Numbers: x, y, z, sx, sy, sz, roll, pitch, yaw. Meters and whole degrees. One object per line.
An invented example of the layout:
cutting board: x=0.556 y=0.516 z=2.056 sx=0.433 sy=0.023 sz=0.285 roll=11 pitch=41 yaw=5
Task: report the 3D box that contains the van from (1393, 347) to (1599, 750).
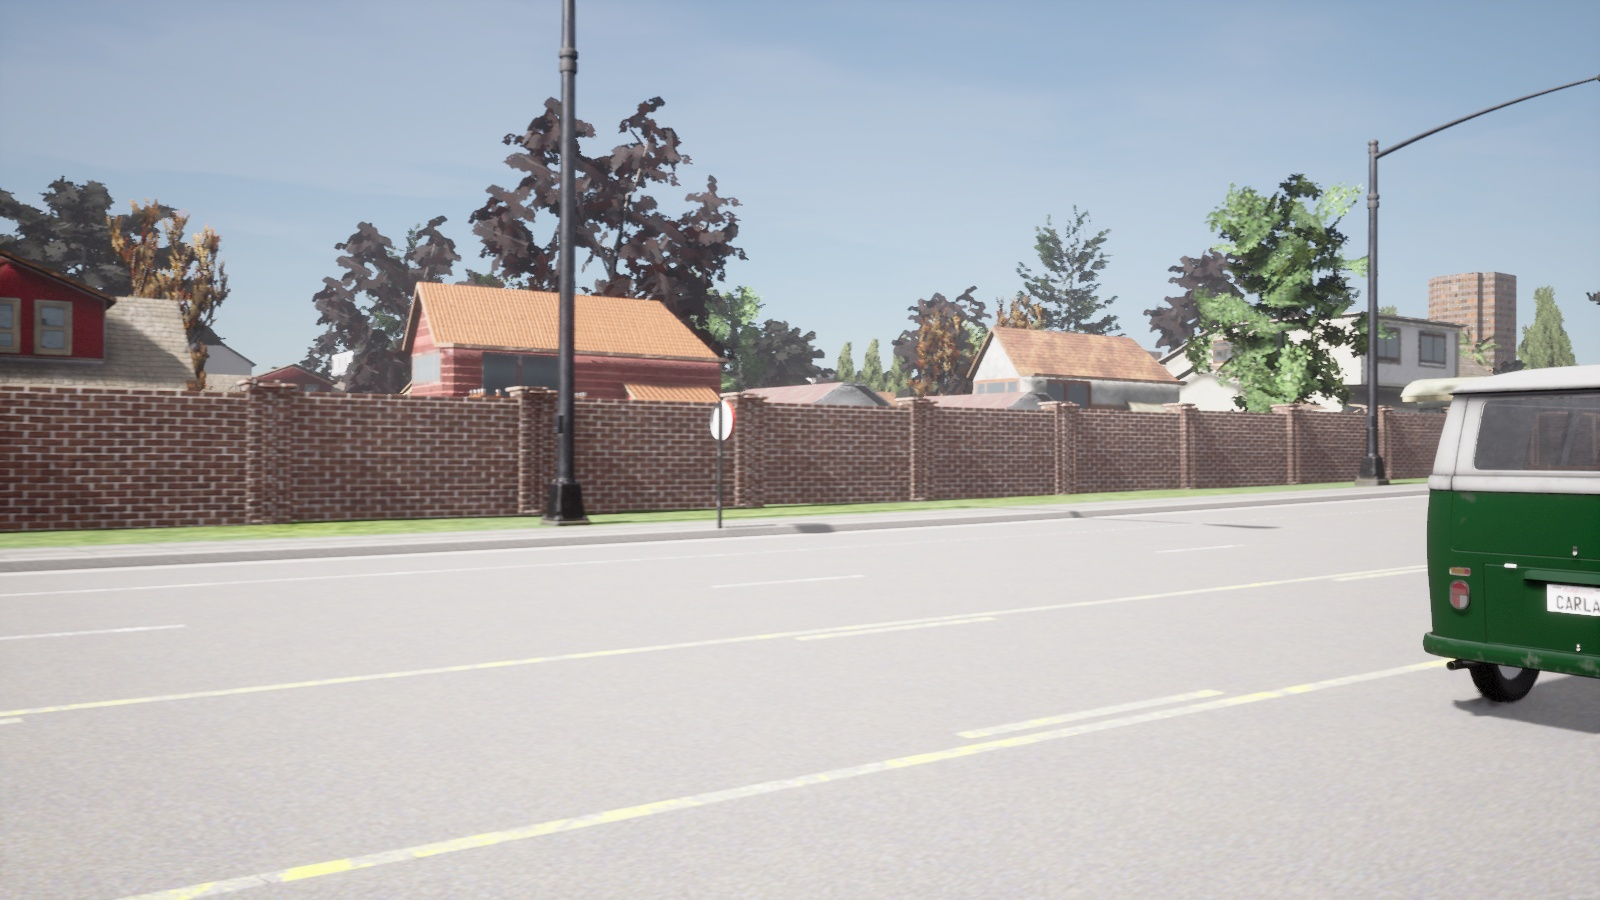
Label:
van: x=5.676 y=0.473 z=7.609 sx=4.442 sy=1.987 sz=1.775 roll=0 pitch=0 yaw=-35
